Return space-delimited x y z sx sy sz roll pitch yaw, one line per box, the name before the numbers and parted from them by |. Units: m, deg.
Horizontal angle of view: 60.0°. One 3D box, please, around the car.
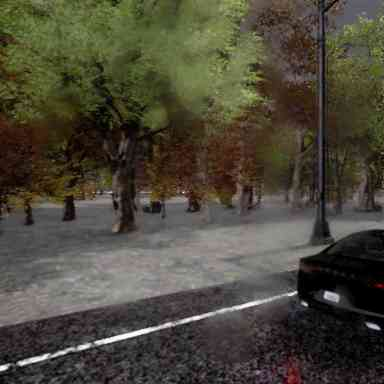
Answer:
car | 4.211 1.479 6.548 5.008 1.535 1.882 0 0 -34
